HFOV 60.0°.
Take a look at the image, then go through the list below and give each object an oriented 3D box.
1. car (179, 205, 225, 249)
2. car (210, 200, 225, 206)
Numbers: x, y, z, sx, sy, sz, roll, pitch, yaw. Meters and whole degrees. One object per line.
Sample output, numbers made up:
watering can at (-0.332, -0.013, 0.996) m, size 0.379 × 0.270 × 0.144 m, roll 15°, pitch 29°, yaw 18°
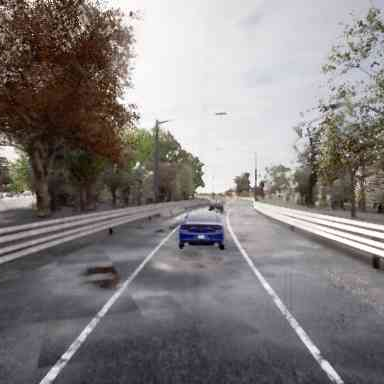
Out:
car at (0.490, 1.605, 15.358) m, size 1.882 × 1.535 × 5.008 m, roll 0°, pitch 0°, yaw 3°
car at (3.422, 1.916, 45.392) m, size 1.837 × 1.490 × 4.892 m, roll 0°, pitch 0°, yaw 8°
